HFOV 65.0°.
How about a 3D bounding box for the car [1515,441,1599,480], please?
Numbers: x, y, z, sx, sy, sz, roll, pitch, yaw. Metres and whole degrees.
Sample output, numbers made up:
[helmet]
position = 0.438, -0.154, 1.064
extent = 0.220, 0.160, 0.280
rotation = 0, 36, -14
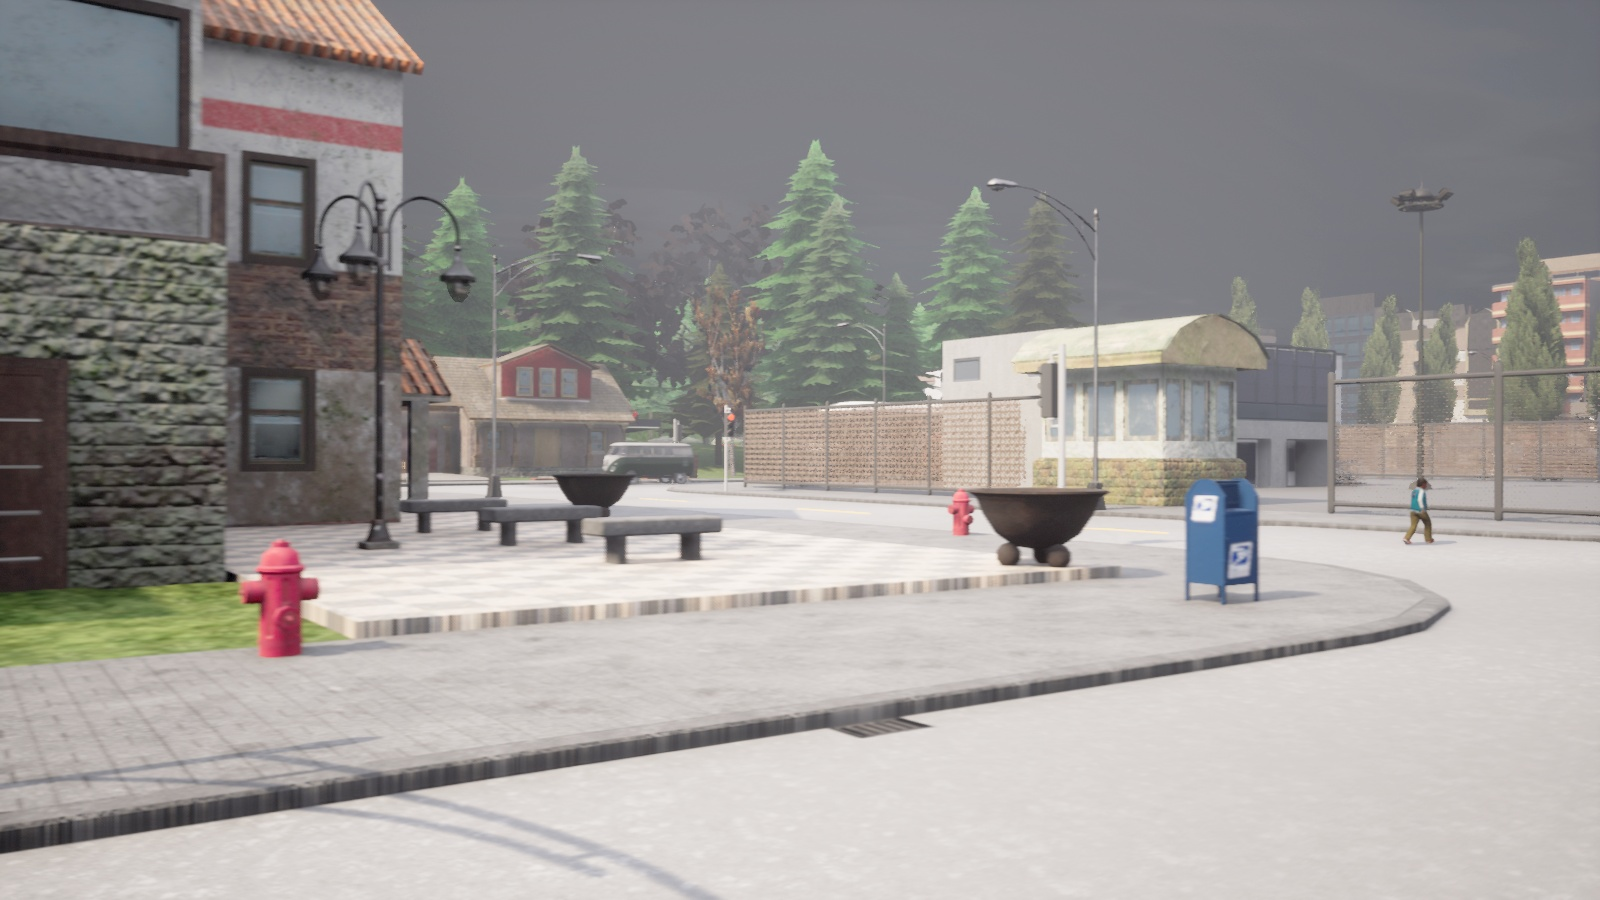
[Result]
[car]
position = 42.738, 0.562, 69.081
extent = 2.150, 2.045, 5.566
rotation = 0, 0, -34

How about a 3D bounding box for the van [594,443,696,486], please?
[van]
position = -7.293, 0.665, 59.272
extent = 4.442, 1.987, 1.775
rotation = 0, 0, -35

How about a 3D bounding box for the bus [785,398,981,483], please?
[bus]
position = 4.560, -0.465, 67.531
extent = 10.273, 4.253, 3.944
rotation = 0, 0, -35

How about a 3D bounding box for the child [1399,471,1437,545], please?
[child]
position = 10.123, 0.949, 20.576
extent = 0.448, 1.192, 0.343
rotation = 0, 0, -16
